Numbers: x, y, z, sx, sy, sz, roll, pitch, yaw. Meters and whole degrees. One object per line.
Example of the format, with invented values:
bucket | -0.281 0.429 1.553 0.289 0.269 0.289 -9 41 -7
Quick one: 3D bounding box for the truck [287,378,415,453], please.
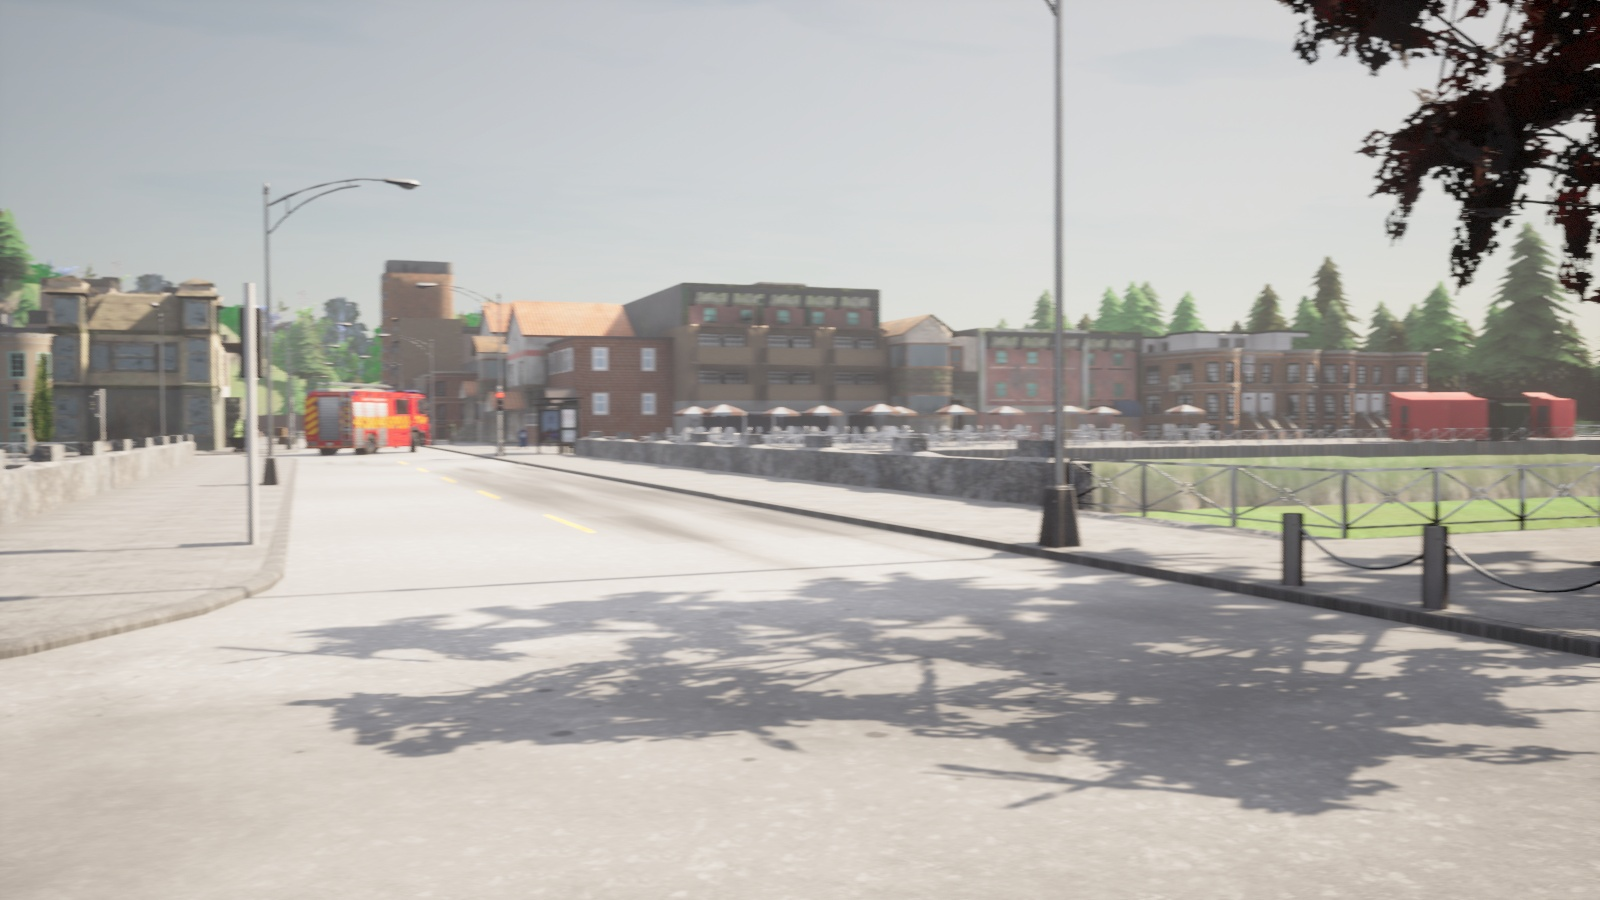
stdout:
truck | -24.302 -1.869 68.551 2.891 3.827 8.468 0 1 9
